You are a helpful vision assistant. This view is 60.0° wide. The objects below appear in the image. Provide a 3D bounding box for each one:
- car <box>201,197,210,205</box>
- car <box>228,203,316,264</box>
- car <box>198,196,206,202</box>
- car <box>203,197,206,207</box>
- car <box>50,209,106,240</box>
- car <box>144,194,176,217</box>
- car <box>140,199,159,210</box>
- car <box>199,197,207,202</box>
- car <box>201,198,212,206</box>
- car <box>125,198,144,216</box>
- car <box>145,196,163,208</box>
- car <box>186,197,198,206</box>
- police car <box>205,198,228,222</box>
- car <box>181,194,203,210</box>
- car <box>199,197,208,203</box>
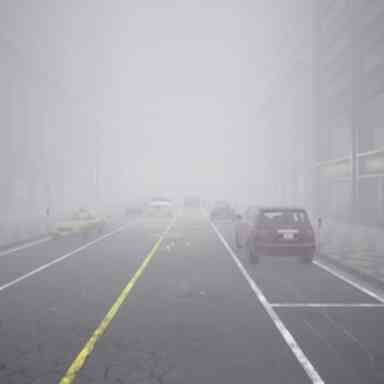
[{"bbox_3d":[2.726,1.777,68.273,1.752,1.417,4.829,0,0,0],"label":"car"},{"bbox_3d":[2.757,1.355,11.917,2.192,1.841,5.009,0,0,0],"label":"car"},{"bbox_3d":[2.714,1.789,90.578,1.967,1.590,4.097,0,0,0],"label":"car"},{"bbox_3d":[2.739,1.690,45.798,1.752,1.417,4.829,0,0,0],"label":"car"},{"bbox_3d":[-5.771,1.584,17.349,1.752,1.417,4.829,0,0,0],"label":"car"},{"bbox_3d":[-3.116,1.340,33.344,2.150,2.045,5.566,0,0,0],"label":"car"},{"bbox_3d":[-5.786,1.714,45.611,2.008,1.369,4.403,0,0,0],"label":"car"},{"bbox_3d":[2.717,1.869,84.959,1.887,1.381,4.507,0,0,0],"label":"car"},{"bbox_3d":[2.730,1.811,62.484,1.802,1.307,4.206,0,0,0],"label":"car"},{"bbox_3d":[-5.780,1.666,34.374,1.887,1.381,4.507,0,0,0],"label":"car"},{"bbox_3d":[-5.789,1.500,51.231,2.192,1.841,5.009,0,0,0],"label":"car"},{"bbox_3d":[-0.033,1.717,61.779,2.128,1.511,4.902,0,0,0],"label":"car"},{"bbox_3d":[2.352,1.520,27.248,1.930,1.638,5.238,0,0,0],"label":"police car"},{"bbox_3d":[-0.020,1.387,45.628,2.150,2.045,5.566,0,0,0],"label":"car"},{"bbox_3d":[2.720,1.866,79.341,1.947,1.339,4.313,0,0,0],"label":"car"}]
